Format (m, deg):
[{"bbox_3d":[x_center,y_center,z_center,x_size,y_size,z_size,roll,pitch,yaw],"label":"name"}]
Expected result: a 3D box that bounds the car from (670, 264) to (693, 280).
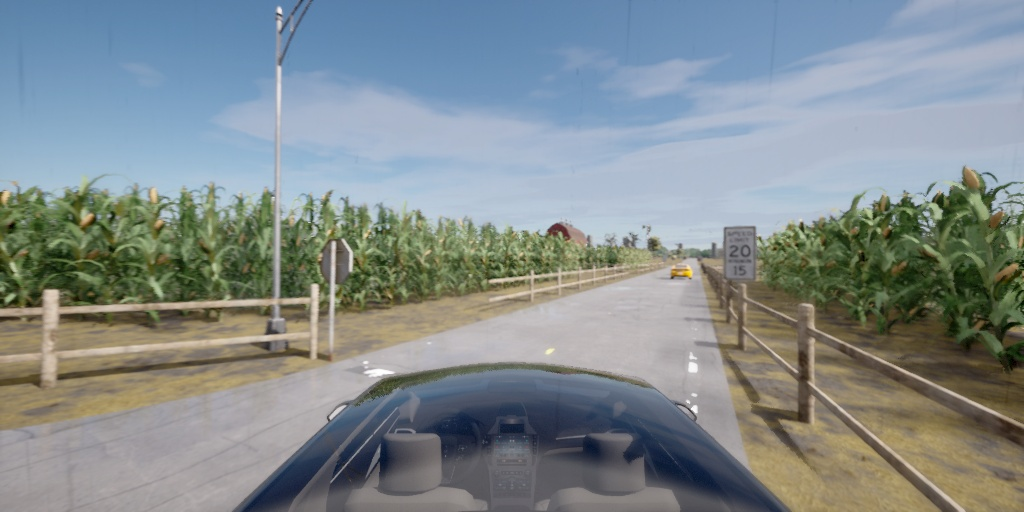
[{"bbox_3d":[17.401,1.582,36.829,1.882,1.535,5.008,0,0,27],"label":"car"}]
